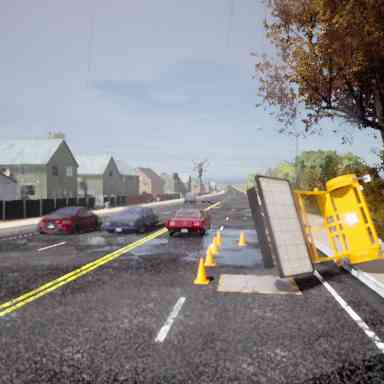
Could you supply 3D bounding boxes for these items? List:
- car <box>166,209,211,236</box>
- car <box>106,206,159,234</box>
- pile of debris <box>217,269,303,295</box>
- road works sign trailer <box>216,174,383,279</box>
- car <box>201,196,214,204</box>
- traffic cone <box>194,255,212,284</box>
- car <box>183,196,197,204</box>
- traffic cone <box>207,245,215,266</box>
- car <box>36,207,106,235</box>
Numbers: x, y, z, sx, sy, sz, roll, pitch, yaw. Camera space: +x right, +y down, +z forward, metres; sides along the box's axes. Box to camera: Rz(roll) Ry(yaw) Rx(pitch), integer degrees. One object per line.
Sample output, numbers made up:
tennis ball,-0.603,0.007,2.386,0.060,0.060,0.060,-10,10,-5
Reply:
car,-0.016,1.585,18.401,1.895,1.301,4.718,0,0,9
car,-3.331,1.531,19.553,2.033,1.411,5.357,0,0,9
pile of debris,1.589,2.159,8.096,1.860,0.140,1.500,0,0,8
road works sign trailer,2.839,0.919,8.705,3.560,2.380,2.880,5,-23,-41
car,2.851,1.451,60.196,2.033,1.411,5.357,0,0,9
traffic cone,0.242,1.949,8.286,0.340,0.580,0.340,0,0,9
car,-0.277,1.450,61.177,2.033,1.411,5.357,0,0,9
traffic cone,0.541,1.947,10.264,0.340,0.580,0.340,0,0,9
car,-6.759,1.550,18.616,1.994,1.385,4.181,0,0,9
